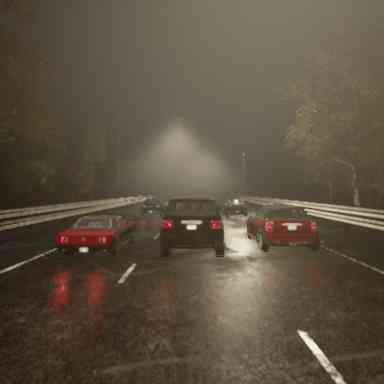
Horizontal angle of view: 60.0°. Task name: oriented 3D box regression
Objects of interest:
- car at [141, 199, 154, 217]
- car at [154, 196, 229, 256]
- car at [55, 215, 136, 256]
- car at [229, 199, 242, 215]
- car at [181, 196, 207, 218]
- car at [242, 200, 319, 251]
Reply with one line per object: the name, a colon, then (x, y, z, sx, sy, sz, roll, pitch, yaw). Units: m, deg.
car: (-3.288, 1.370, 29.255, 2.128, 1.511, 4.902, 0, 0, 1)
car: (0.074, 1.169, 12.974, 2.150, 2.045, 5.566, 0, 0, 2)
car: (-3.423, 1.547, 12.846, 1.895, 1.301, 4.718, 0, 0, 1)
car: (3.712, 1.372, 29.209, 2.128, 1.511, 4.902, 0, 0, 1)
car: (0.207, 1.231, 28.917, 2.097, 1.767, 4.553, 0, 0, 1)
car: (3.589, 1.294, 13.953, 2.097, 1.767, 4.553, 0, 0, 1)
